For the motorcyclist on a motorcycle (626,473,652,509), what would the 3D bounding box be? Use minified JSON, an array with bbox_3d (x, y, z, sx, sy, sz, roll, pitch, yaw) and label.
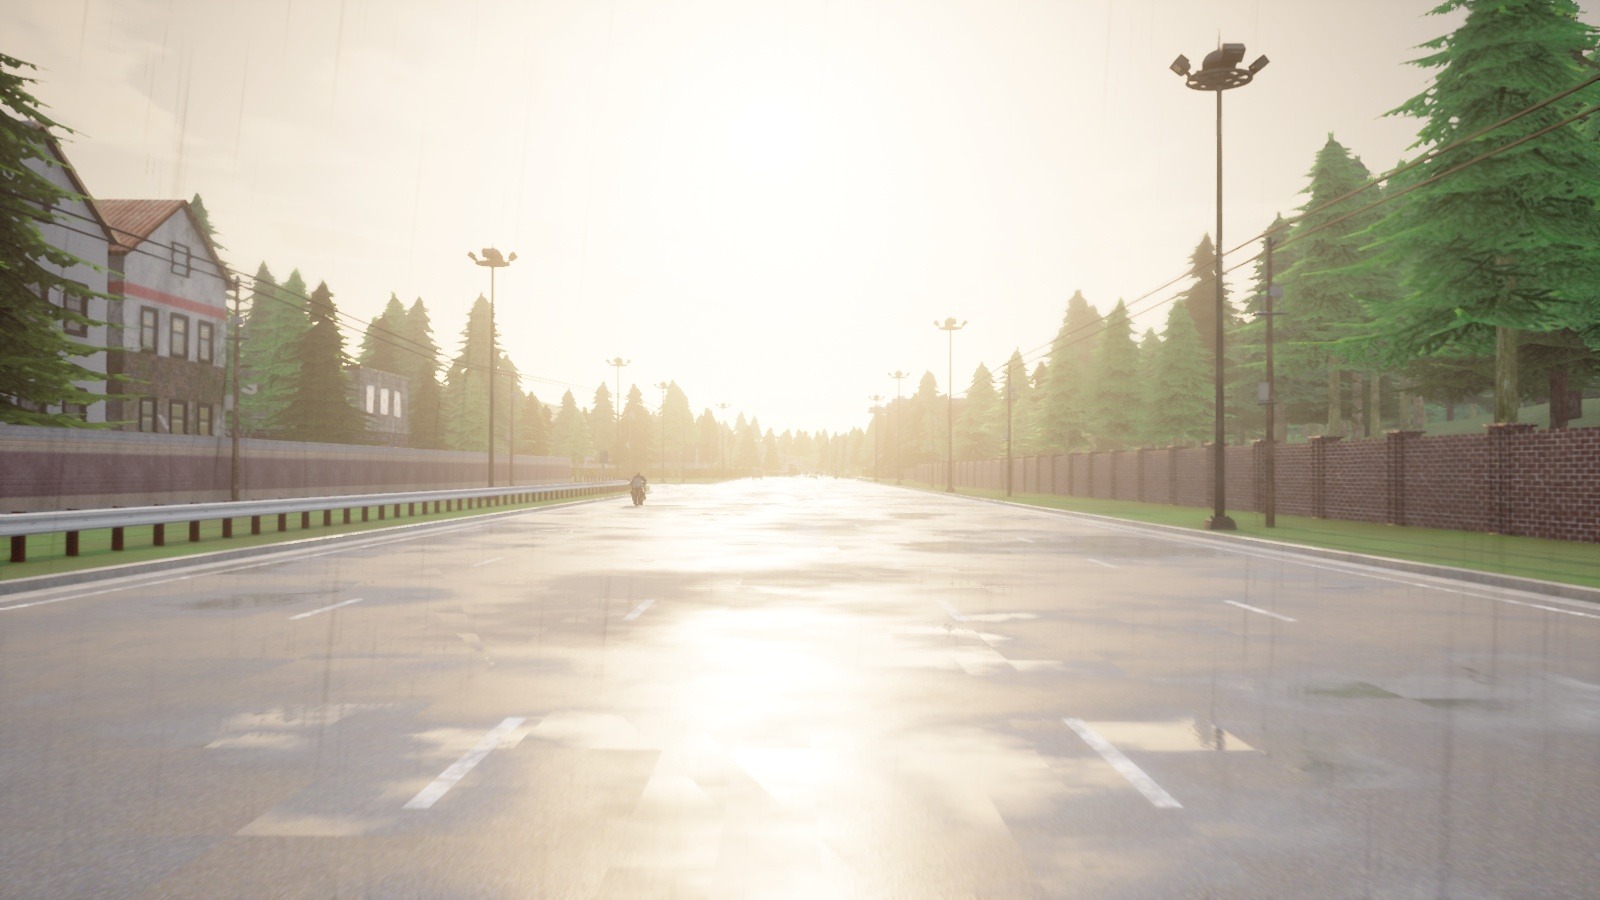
[{"bbox_3d":[-7.133,1.810,55.644,0.866,1.530,2.191,0,-1,0],"label":"motorcyclist on a motorcycle"}]
